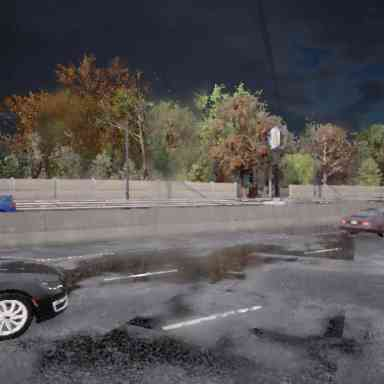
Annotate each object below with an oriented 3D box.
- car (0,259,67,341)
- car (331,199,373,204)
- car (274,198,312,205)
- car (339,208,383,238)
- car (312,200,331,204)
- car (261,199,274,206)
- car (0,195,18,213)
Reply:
[{"bbox_3d":[-4.489,1.503,5.035,4.892,1.490,1.837,1,0,-30],"label":"car"},{"bbox_3d":[17.069,1.550,33.969,5.357,1.411,2.033,0,0,-30],"label":"car"},{"bbox_3d":[12.553,1.494,39.440,4.902,1.511,2.128,0,0,-30],"label":"car"},{"bbox_3d":[10.093,1.547,17.540,5.357,1.411,2.033,0,0,-30],"label":"car"},{"bbox_3d":[16.448,1.494,37.653,4.902,1.511,2.128,0,0,-30],"label":"car"},{"bbox_3d":[10.926,1.528,42.555,4.674,1.442,1.812,0,0,-30],"label":"car"},{"bbox_3d":[-15.336,1.219,23.250,5.566,2.045,2.150,0,0,-30],"label":"car"}]
